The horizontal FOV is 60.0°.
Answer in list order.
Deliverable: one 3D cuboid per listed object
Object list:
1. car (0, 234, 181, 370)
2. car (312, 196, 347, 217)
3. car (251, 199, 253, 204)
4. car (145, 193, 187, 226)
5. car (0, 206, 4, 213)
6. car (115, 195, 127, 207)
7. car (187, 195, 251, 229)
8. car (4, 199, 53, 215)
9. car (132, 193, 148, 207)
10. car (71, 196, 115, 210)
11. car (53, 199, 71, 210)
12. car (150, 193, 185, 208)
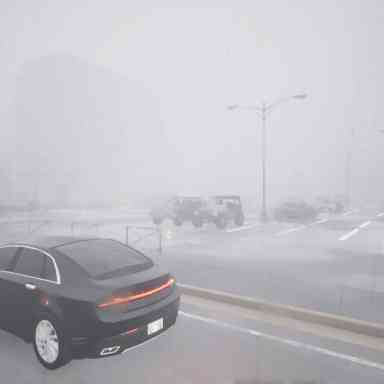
[{"bbox_3d":[-2.448,1.505,5.747,4.892,1.490,1.837,0,0,36],"label":"car"},{"bbox_3d":[13.761,1.395,33.160,1.970,1.475,3.806,0,0,34],"label":"car"},{"bbox_3d":[9.855,1.505,62.469,1.837,1.490,4.892,0,0,34],"label":"car"},{"bbox_3d":[-0.650,1.153,21.896,1.932,1.855,4.605,0,0,34],"label":"car"},{"bbox_3d":[-18.444,1.477,26.846,1.882,1.535,5.008,0,0,36],"label":"car"},{"bbox_3d":[-11.824,1.352,49.424,2.097,1.767,4.553,0,0,34],"label":"car"},{"bbox_3d":[1.714,1.156,20.226,1.905,1.878,3.866,0,0,34],"label":"car"},{"bbox_3d":[-17.489,1.601,34.753,1.895,1.301,4.718,0,0,34],"label":"car"},{"bbox_3d":[-6.600,1.221,50.875,2.150,2.045,5.566,0,0,34],"label":"car"},{"bbox_3d":[-12.487,1.526,42.164,1.812,1.442,4.674,0,0,34],"label":"car"},{"bbox_3d":[-17.161,1.547,41.507,2.033,1.411,5.357,0,0,34],"label":"car"},{"bbox_3d":[-3.490,1.221,48.894,2.150,2.045,5.566,0,0,34],"label":"car"}]
